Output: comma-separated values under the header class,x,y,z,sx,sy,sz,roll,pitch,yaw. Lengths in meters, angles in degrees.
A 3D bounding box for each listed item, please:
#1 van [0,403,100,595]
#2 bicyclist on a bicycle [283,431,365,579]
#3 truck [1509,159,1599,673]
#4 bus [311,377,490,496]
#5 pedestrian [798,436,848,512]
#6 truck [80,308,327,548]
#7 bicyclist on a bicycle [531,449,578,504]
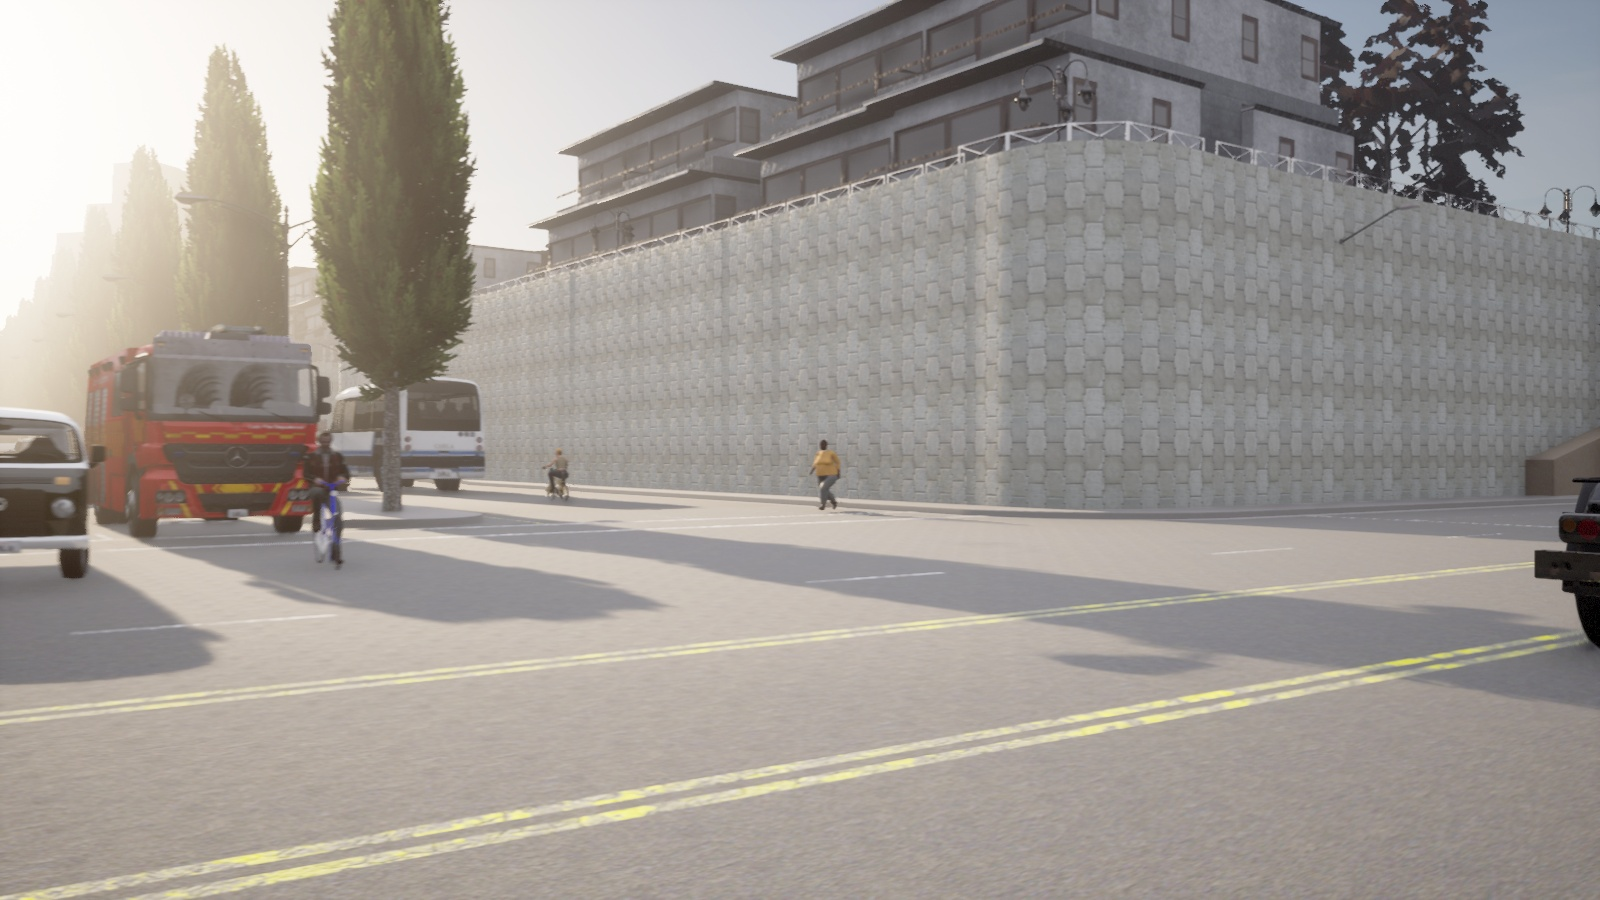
class,x,y,z,sx,sy,sz,roll,pitch,yaw
van,-9.753,0.526,15.147,2.069,2.038,4.480,1,-1,-32
bicyclist on a bicycle,-6.129,0.668,16.117,0.659,1.776,1.843,0,0,-31
truck,9.132,-0.232,10.016,7.936,3.462,2.891,0,0,-35
bus,-16.270,-0.474,50.477,3.944,4.253,10.273,0,0,-35
pedestrian,0.580,0.581,31.300,0.874,1.855,0.900,0,0,40
truck,-11.815,-0.336,24.328,2.891,3.827,8.468,0,0,-35
bicyclist on a bicycle,-7.438,0.790,38.014,0.866,1.612,1.509,0,0,-35
